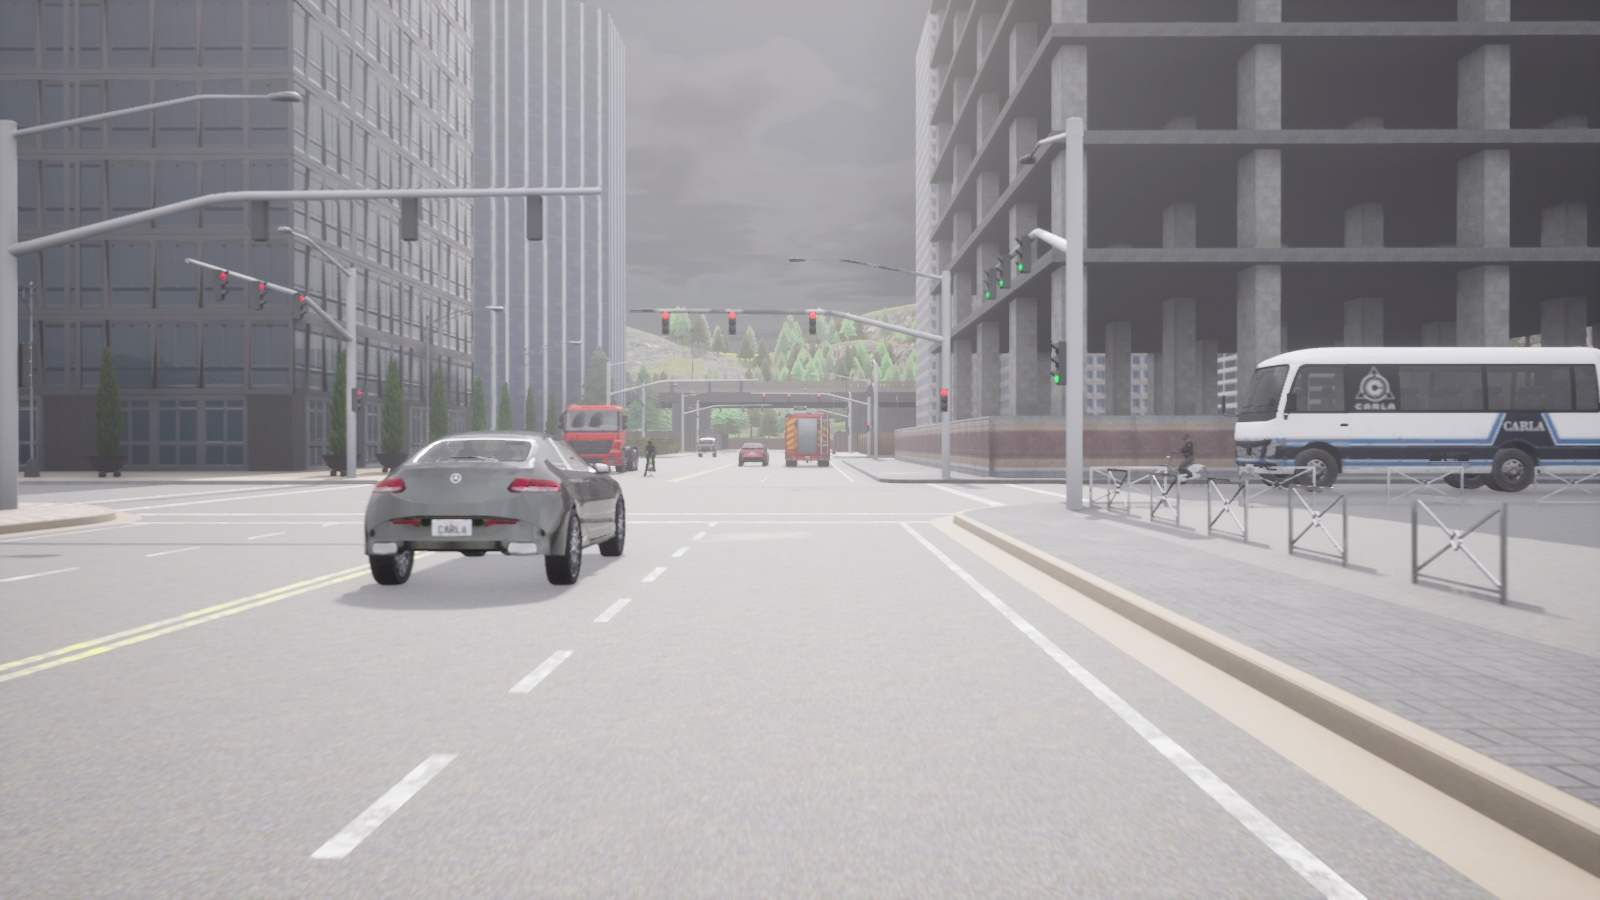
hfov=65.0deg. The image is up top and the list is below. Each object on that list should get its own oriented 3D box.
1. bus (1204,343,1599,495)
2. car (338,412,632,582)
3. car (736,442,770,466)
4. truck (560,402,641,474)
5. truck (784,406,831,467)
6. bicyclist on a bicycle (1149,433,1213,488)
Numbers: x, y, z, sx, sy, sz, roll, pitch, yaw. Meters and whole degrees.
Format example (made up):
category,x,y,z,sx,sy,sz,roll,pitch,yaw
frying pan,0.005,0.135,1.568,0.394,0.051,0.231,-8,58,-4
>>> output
category,x,y,z,sx,sy,sz,roll,pitch,yaw
bus,17.766,-0.881,37.251,10.273,4.253,3.944,0,0,0
car,-3.401,0.439,14.728,2.152,1.651,5.027,0,0,0
car,-3.019,0.229,81.898,2.007,1.525,4.514,0,0,0
truck,-10.125,-0.608,64.640,2.891,3.462,7.936,0,0,0
truck,0.486,-0.883,82.586,2.891,3.827,8.468,0,0,0
bicyclist on a bicycle,12.360,0.342,40.770,1.843,1.776,0.659,0,0,0
